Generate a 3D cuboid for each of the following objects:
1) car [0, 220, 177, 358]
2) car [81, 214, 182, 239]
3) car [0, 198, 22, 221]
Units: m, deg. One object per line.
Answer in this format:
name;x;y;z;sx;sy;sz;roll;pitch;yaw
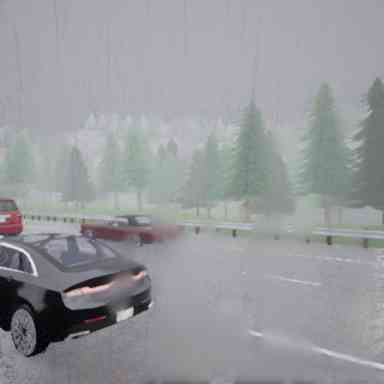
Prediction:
car;-2.911;1.512;6.074;4.902;1.511;2.128;0;0;36
car;-2.838;1.638;14.624;4.718;1.301;1.895;0;0;36
car;-10.113;1.282;15.536;5.566;2.045;2.150;0;0;36
